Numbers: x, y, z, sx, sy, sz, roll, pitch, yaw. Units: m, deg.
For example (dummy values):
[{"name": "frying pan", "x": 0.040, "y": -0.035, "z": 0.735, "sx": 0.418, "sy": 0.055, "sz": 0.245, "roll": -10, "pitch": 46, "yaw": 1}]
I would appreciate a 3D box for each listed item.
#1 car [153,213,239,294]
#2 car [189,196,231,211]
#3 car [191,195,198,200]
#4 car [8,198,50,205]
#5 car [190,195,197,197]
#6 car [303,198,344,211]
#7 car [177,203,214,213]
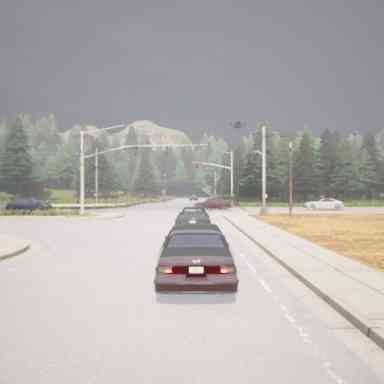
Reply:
[{"name": "car", "x": 0.089, "y": 1.542, "z": 8.907, "sx": 2.033, "sy": 1.411, "sz": 5.357, "roll": 0, "pitch": 0, "yaw": 0}, {"name": "car", "x": 2.334, "y": 1.500, "z": 39.695, "sx": 4.674, "sy": 1.442, "sz": 1.812, "roll": 0, "pitch": 0, "yaw": -13}, {"name": "car", "x": 0.685, "y": 1.470, "z": 91.777, "sx": 1.994, "sy": 1.385, "sz": 4.181, "roll": 0, "pitch": 0, "yaw": 2}, {"name": "car", "x": -18.017, "y": 1.402, "z": 37.088, "sx": 4.553, "sy": 1.767, "sz": 2.097, "roll": 0, "pitch": 0, "yaw": 1}, {"name": "car", "x": 0.313, "y": 1.523, "z": 81.797, "sx": 1.895, "sy": 1.301, "sz": 4.718, "roll": 0, "pitch": 0, "yaw": 2}, {"name": "car", "x": 15.857, "y": 1.471, "z": 40.127, "sx": 4.674, "sy": 1.442, "sz": 1.812, "roll": 0, "pitch": 0, "yaw": 1}, {"name": "car", "x": 0.078, "y": 1.545, "z": 19.514, "sx": 1.994, "sy": 1.385, "sz": 4.181, "roll": 0, "pitch": 0, "yaw": 1}]
